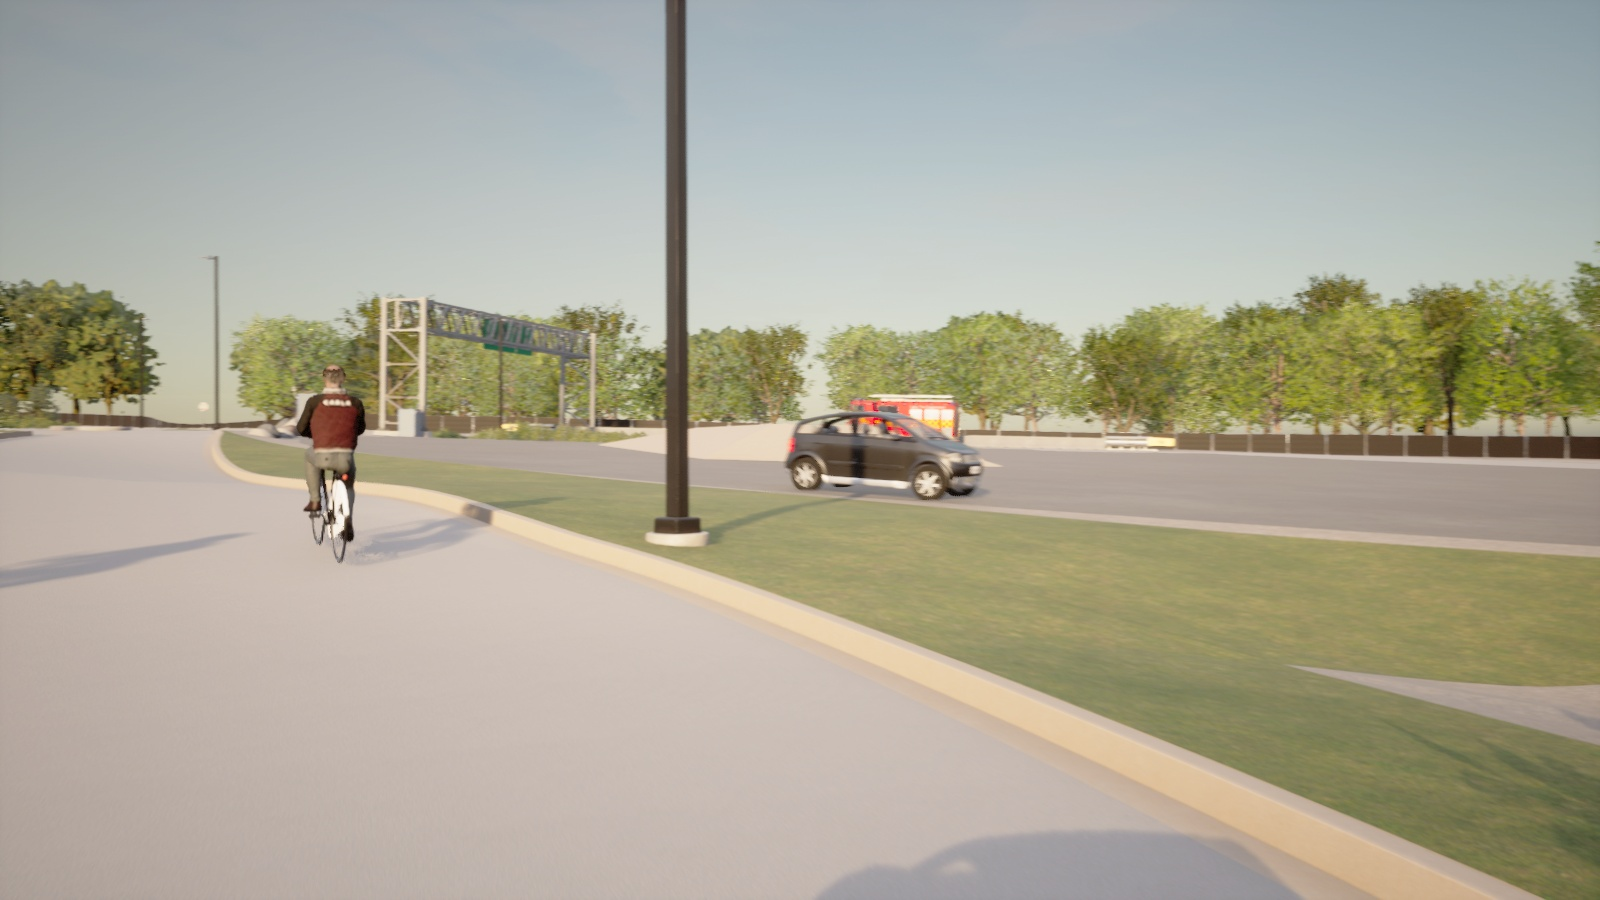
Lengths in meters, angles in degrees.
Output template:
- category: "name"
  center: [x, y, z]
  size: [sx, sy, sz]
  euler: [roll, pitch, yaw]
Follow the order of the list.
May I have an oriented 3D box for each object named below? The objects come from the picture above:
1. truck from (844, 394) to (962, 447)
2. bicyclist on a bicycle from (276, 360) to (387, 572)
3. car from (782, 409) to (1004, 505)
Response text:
- category: "truck"
  center: [7.821, -2.243, 95.373]
  size: [8.468, 3.827, 2.891]
  euler: [1, 1, 16]
- category: "bicyclist on a bicycle"
  center: [-4.381, 0.083, 11.658]
  size: [0.659, 1.776, 1.843]
  euler: [0, 4, -30]
- category: "car"
  center: [1.743, 0.080, 23.689]
  size: [3.705, 1.549, 1.789]
  euler: [4, 3, 29]
